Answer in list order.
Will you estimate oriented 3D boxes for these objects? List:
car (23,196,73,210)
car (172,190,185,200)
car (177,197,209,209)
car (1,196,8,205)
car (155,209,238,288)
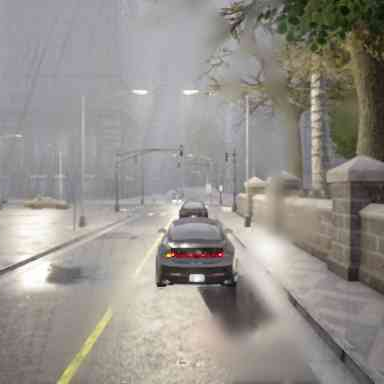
[{"bbox_3d":[-14.936,1.149,34.690,4.829,1.417,1.752,1,0,0],"label":"car"},{"bbox_3d":[-3.013,0.862,67.674,2.128,1.511,4.902,0,1,0],"label":"car"},{"bbox_3d":[0.098,1.317,22.360,1.882,1.535,5.008,0,0,0],"label":"car"},{"bbox_3d":[-26.306,1.005,43.283,4.313,1.339,1.947,1,0,0],"label":"car"},{"bbox_3d":[0.098,1.440,9.054,1.837,1.490,4.892,0,1,0],"label":"car"}]
